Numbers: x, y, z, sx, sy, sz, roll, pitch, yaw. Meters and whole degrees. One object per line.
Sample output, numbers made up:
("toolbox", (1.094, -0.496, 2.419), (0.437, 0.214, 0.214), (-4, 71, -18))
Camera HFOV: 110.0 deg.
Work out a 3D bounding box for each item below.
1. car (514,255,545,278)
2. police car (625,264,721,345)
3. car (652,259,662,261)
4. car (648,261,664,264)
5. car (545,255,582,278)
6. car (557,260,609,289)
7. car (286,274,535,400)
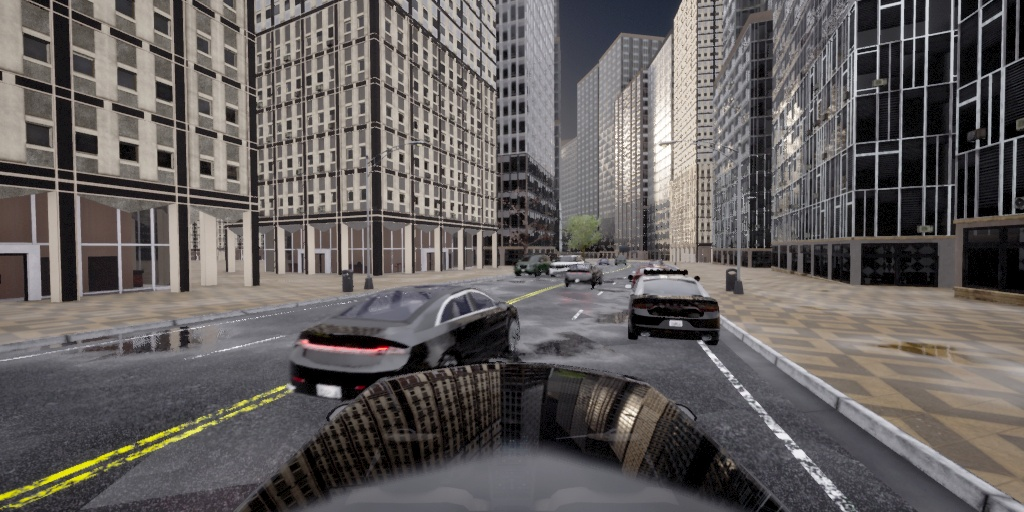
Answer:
("car", (2.096, 0.933, 34.344), (2.150, 2.045, 5.566), (0, 0, 24))
("police car", (4.163, 1.172, 9.780), (1.930, 1.638, 5.238), (0, 0, 18))
("car", (18.285, 1.270, 45.653), (2.033, 1.411, 5.357), (0, 0, 26))
("car", (7.394, 1.221, 18.865), (1.882, 1.535, 5.008), (0, 0, 21))
("car", (5.176, 0.941, 33.273), (2.150, 2.045, 5.566), (0, 0, 24))
("car", (4.699, 1.227, 23.113), (2.128, 1.511, 4.902), (0, 0, 21))
("car", (-1.257, 1.238, 6.160), (2.128, 1.511, 4.902), (0, 0, 17))
